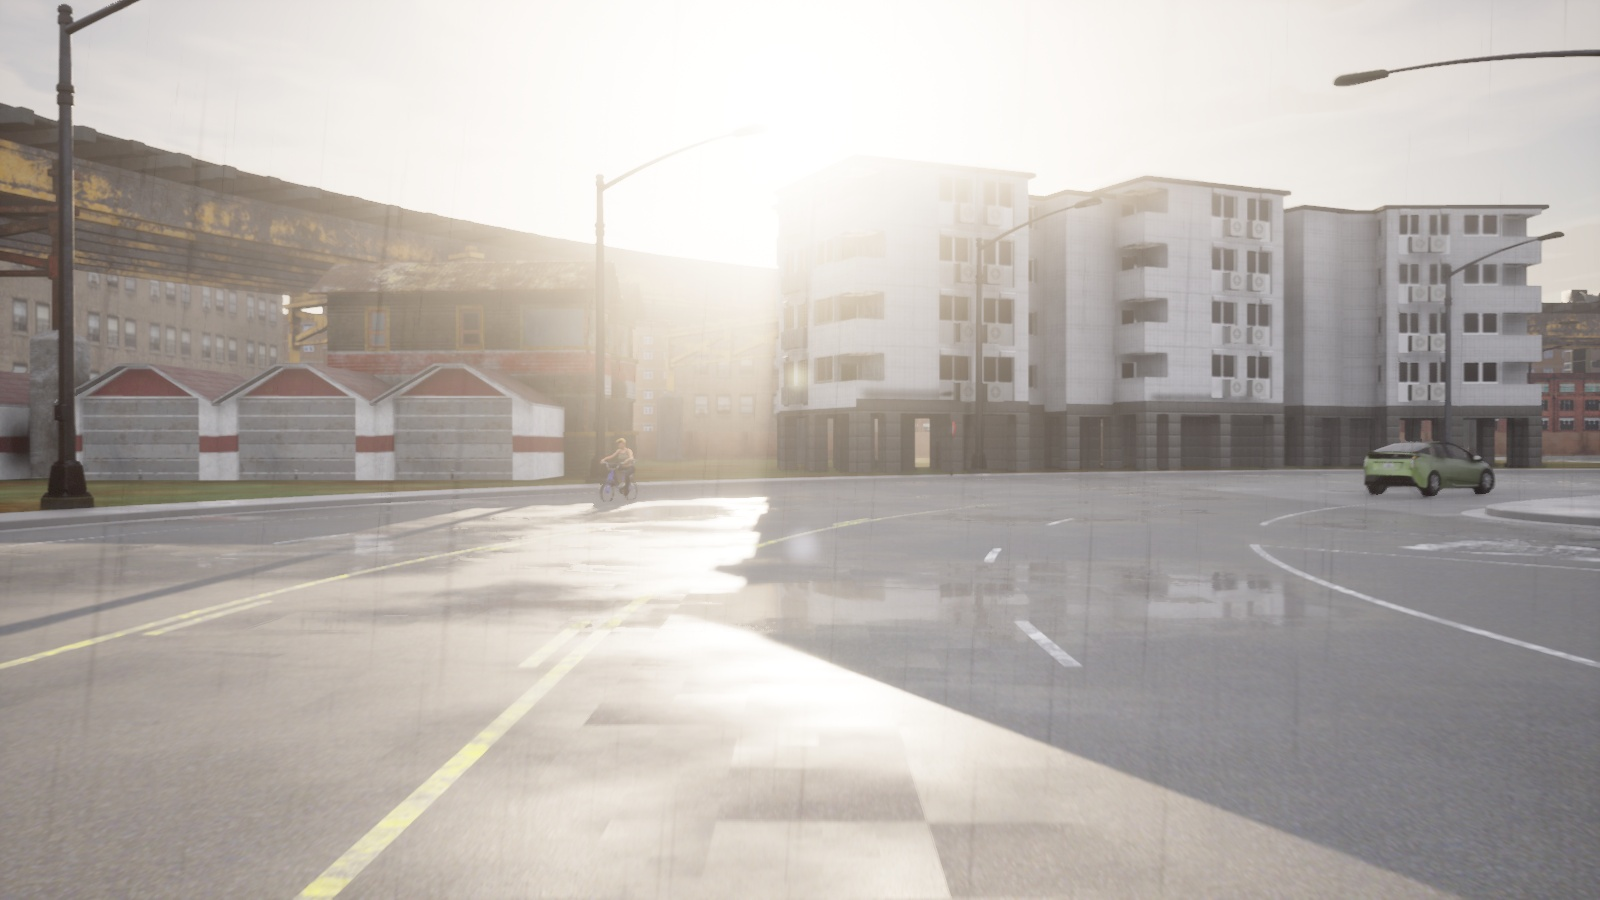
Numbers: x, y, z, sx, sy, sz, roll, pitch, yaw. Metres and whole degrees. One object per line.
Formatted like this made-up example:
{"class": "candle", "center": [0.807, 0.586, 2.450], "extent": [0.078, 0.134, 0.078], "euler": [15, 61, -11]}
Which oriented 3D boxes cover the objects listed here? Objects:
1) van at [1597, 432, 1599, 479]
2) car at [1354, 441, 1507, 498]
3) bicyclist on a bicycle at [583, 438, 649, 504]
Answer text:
{"class": "van", "center": [36.253, 0.231, 52.771], "extent": [4.442, 1.987, 1.775], "euler": [0, 0, -3]}
{"class": "car", "center": [17.959, 0.507, 35.700], "extent": [4.514, 1.525, 2.007], "euler": [0, 0, -36]}
{"class": "bicyclist on a bicycle", "center": [-4.617, 0.501, 31.581], "extent": [0.866, 1.612, 1.509], "euler": [1, 1, 29]}
